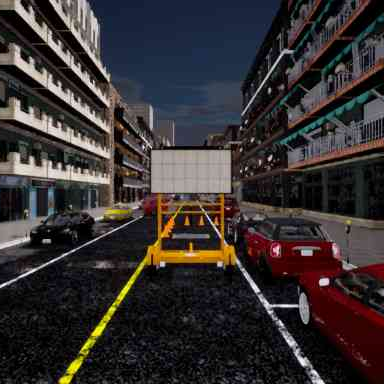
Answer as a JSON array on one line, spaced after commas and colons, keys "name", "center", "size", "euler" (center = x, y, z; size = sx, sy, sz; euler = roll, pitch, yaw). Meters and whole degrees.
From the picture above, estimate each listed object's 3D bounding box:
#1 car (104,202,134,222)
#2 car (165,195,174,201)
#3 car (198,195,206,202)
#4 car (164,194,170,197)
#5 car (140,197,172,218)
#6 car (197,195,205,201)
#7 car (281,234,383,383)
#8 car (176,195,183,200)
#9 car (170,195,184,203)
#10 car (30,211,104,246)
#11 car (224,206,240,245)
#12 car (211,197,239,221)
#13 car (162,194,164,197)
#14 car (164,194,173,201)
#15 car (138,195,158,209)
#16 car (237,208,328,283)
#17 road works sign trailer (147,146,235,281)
[{"name": "car", "center": [-5.764, 1.523, 26.394], "size": [1.752, 1.417, 4.829], "euler": [0, 0, 0]}, {"name": "car", "center": [-5.944, 1.516, 88.565], "size": [1.887, 1.381, 4.507], "euler": [0, 0, 0]}, {"name": "car", "center": [2.469, 1.502, 77.482], "size": [1.752, 1.417, 4.829], "euler": [0, 0, 0]}, {"name": "car", "center": [-5.910, 1.292, 77.292], "size": [2.192, 1.841, 5.009], "euler": [0, 0, 0]}, {"name": "car", "center": [-3.187, 1.474, 30.187], "size": [1.882, 1.535, 5.008], "euler": [0, 0, 0]}, {"name": "car", "center": [2.437, 1.516, 88.585], "size": [1.887, 1.381, 4.507], "euler": [0, 0, 0]}, {"name": "car", "center": [2.682, 1.545, 4.039], "size": [1.887, 1.381, 4.507], "euler": [0, 0, 0]}, {"name": "car", "center": [-3.258, 1.496, 89.745], "size": [1.812, 1.442, 4.674], "euler": [0, 0, 0]}, {"name": "car", "center": [-3.205, 1.476, 71.241], "size": [1.837, 1.490, 4.892], "euler": [0, 0, 0]}, {"name": "car", "center": [-5.732, 1.565, 15.290], "size": [1.947, 1.339, 4.313], "euler": [0, 0, 0]}, {"name": "car", "center": [2.649, 1.550, 15.312], "size": [2.008, 1.369, 4.403], "euler": [0, 0, 0]}, {"name": "car", "center": [2.617, 1.312, 26.585], "size": [2.192, 1.841, 5.009], "euler": [0, 0, 0]}, {"name": "car", "center": [-5.829, 1.305, 49.110], "size": [2.192, 1.841, 5.009], "euler": [0, 0, 0]}, {"name": "car", "center": [-5.927, 1.414, 82.927], "size": [1.967, 1.590, 4.097], "euler": [0, 0, 0]}, {"name": "car", "center": [-5.813, 1.432, 43.474], "size": [1.967, 1.590, 4.097], "euler": [0, 0, 0]}, {"name": "car", "center": [2.665, 1.440, 9.676], "size": [1.967, 1.590, 4.097], "euler": [0, 0, 0]}, {"name": "road works sign trailer", "center": [-0.027, 0.464, 9.800], "size": [2.380, 3.560, 2.880], "euler": [0, 0, 0]}]
